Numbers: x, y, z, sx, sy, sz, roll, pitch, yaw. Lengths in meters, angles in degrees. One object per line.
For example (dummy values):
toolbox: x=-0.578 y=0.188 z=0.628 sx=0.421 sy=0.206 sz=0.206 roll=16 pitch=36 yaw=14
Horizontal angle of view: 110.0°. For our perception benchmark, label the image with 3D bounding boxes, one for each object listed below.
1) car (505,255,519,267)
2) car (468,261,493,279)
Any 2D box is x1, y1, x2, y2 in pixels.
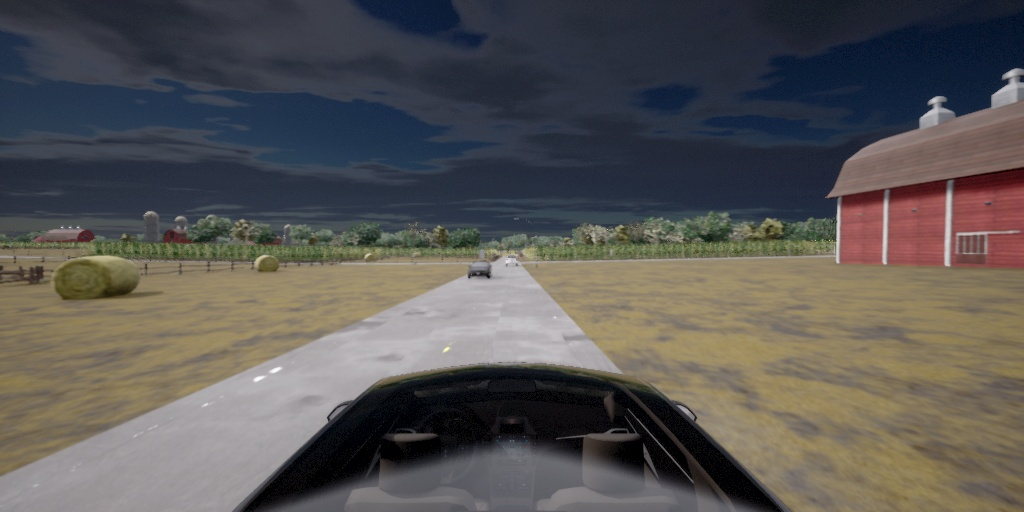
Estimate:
car: x=-0.012 y=0.790 z=63.321 sx=2.150 sy=2.045 sz=5.566 roll=0 pitch=0 yaw=0
car: x=-2.761 y=1.183 z=31.740 sx=1.882 sy=1.535 sz=5.008 roll=0 pitch=0 yaw=0
